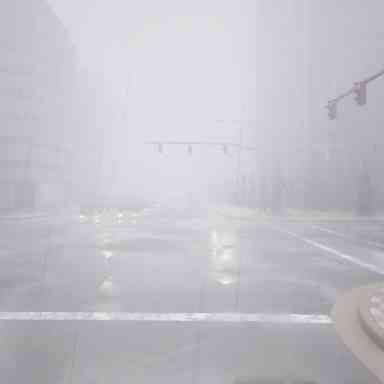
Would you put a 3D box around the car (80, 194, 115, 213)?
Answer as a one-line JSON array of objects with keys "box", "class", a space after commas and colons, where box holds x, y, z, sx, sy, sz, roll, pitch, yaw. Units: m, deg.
[{"box": [-10.545, 1.221, 36.780, 2.150, 2.045, 5.566, 0, 0, 0], "class": "car"}]

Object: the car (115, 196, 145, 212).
[{"box": [-7.044, 1.352, 38.123, 2.097, 1.767, 4.553, 0, 0, 0], "class": "car"}]

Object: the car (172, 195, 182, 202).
[{"box": [-3.388, 1.494, 76.045, 2.128, 1.511, 4.902, 0, 0, 0], "class": "car"}]

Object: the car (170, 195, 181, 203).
[{"box": [-3.402, 1.505, 66.718, 1.837, 1.490, 4.892, 0, 0, 0], "class": "car"}]

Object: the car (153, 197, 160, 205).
[{"box": [-6.985, 1.563, 60.463, 1.994, 1.385, 4.181, 0, 0, 0], "class": "car"}]

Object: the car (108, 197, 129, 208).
[{"box": [-10.528, 1.477, 47.749, 1.882, 1.535, 5.008, 0, 0, 0], "class": "car"}]

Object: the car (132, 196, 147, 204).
[{"box": [-10.421, 1.547, 65.947, 2.033, 1.411, 5.357, 0, 0, 1], "class": "car"}]

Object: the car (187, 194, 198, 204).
[{"box": [0.097, 1.547, 66.143, 2.033, 1.411, 5.357, 0, 0, 0], "class": "car"}]

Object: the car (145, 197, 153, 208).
[{"box": [-7.025, 1.526, 47.218, 1.812, 1.442, 4.674, 0, 0, -1], "class": "car"}]
